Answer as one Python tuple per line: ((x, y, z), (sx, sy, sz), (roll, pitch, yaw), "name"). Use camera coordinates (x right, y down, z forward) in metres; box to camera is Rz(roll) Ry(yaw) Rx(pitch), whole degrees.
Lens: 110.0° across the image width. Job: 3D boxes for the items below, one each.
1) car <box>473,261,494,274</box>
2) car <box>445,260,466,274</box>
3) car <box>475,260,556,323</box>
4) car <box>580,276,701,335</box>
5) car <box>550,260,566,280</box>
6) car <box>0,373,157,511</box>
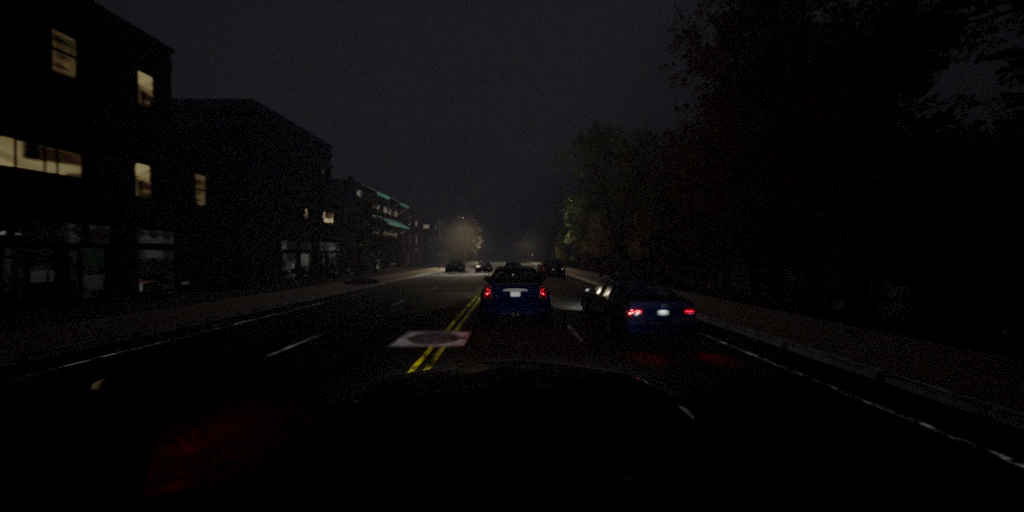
((-3.352, 1.318, 43.278), (2.033, 1.411, 5.357), (0, 0, 0), "car")
((-6.598, 1.247, 42.140), (1.882, 1.535, 5.008), (0, 0, 0), "car")
((0.097, 1.107, 12.299), (2.097, 1.767, 4.553), (0, 0, 0), "car")
((3.348, 1.302, 10.445), (2.033, 1.411, 5.357), (0, 0, 0), "car")
((3.342, 1.116, 31.073), (2.097, 1.767, 4.553), (0, 0, 0), "car")
((-3.351, 1.254, 0.369), (1.837, 1.490, 4.892), (0, 0, 0), "car")
